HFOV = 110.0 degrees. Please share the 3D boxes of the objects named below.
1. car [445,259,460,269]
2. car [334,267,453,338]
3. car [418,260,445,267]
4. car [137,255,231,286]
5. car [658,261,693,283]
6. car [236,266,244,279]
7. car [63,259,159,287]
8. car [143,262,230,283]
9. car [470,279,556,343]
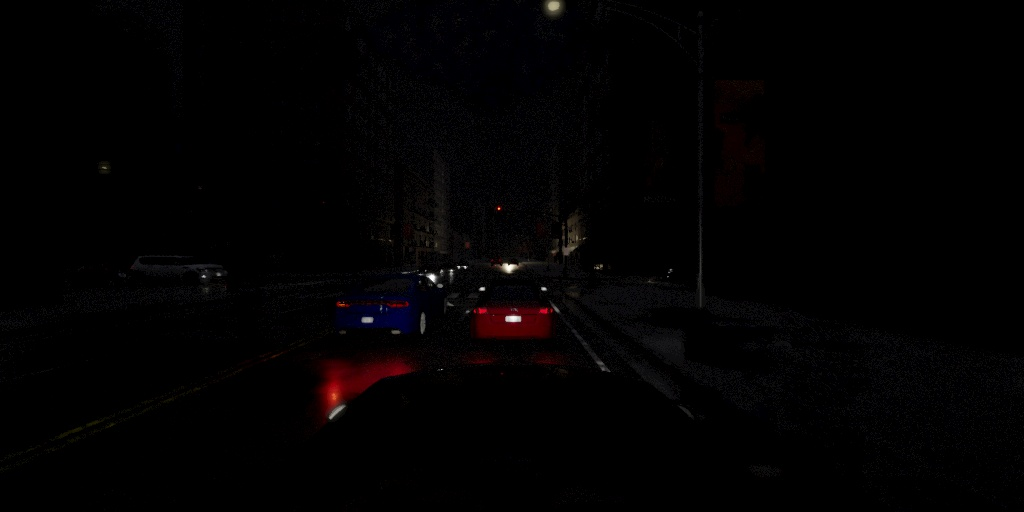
[{"bbox_3d":[-9.658,1.252,54.409,1.837,1.490,4.892,0,0,0],"label":"car"},{"bbox_3d":[-3.120,1.228,10.203,1.882,1.535,5.008,0,0,0],"label":"car"},{"bbox_3d":[-9.708,1.349,42.554,1.895,1.301,4.718,0,0,0],"label":"car"},{"bbox_3d":[-23.212,0.964,25.054,5.566,2.045,2.150,0,0,1],"label":"car"},{"bbox_3d":[13.918,1.145,28.033,4.553,1.767,2.097,0,0,0],"label":"car"},{"bbox_3d":[-25.276,1.330,30.556,4.313,1.339,1.948,0,0,0],"label":"car"},{"bbox_3d":[-25.346,1.172,22.531,4.097,1.591,1.967,0,0,0],"label":"car"},{"bbox_3d":[-25.314,1.245,27.992,4.902,1.511,2.128,0,0,1],"label":"car"},{"bbox_3d":[0.031,1.314,9.674,1.994,1.385,4.181,0,0,0],"label":"car"}]
